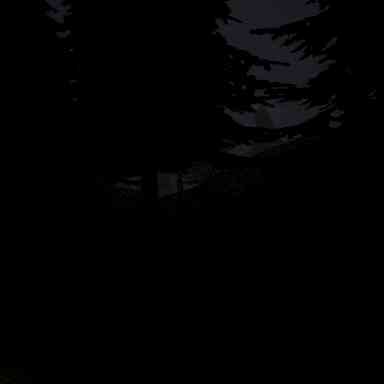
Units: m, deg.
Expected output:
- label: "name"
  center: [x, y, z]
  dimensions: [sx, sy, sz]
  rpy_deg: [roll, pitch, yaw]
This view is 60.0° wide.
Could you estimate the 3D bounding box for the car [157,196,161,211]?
- label: "car"
  center: [-6.069, 1.388, 38.944]
  dimensions: [2.150, 2.045, 5.566]
  rpy_deg: [0, 0, 37]
